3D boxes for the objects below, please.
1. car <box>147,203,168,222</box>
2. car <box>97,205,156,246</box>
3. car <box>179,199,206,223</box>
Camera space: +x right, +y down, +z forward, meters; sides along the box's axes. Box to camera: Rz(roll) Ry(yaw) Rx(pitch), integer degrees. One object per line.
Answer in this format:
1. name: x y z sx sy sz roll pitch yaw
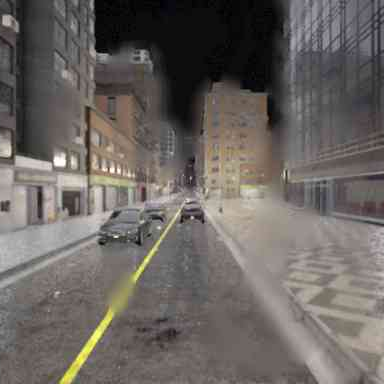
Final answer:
1. car: -3.035 1.631 27.539 2.033 1.411 5.357 0 0 0
2. car: -3.026 1.563 15.727 1.837 1.490 4.892 0 -1 0
3. car: 0.038 1.589 26.477 1.837 1.490 4.892 0 0 0
